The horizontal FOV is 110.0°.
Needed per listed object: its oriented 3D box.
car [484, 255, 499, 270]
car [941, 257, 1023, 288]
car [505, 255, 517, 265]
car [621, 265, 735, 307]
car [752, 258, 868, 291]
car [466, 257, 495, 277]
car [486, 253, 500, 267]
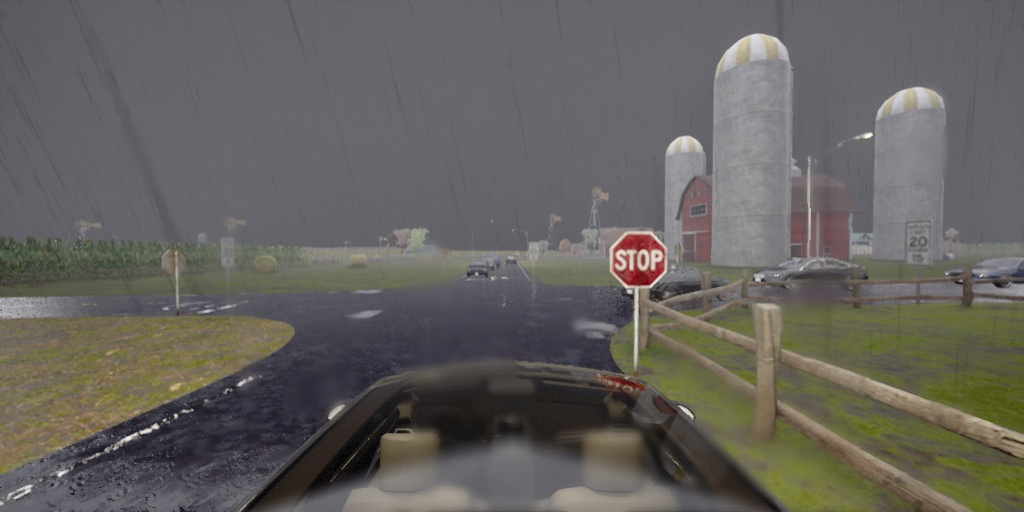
[{"bbox_3d":[-2.921,0.955,42.500,1.837,1.490,4.892,0,0,0],"label":"car"},{"bbox_3d":[24.808,0.774,17.729,5.357,1.411,2.033,-1,1,0],"label":"car"},{"bbox_3d":[-0.130,0.801,61.561,1.882,1.535,5.008,0,0,0],"label":"car"},{"bbox_3d":[6.561,1.093,14.206,4.674,1.442,1.812,-1,0,-21],"label":"car"},{"bbox_3d":[14.516,0.866,17.638,4.902,1.511,2.128,-1,1,-1],"label":"car"},{"bbox_3d":[-2.914,1.069,32.204,2.033,1.411,5.357,0,0,0],"label":"car"},{"bbox_3d":[-2.938,0.600,53.137,2.150,2.045,5.566,0,0,0],"label":"car"}]
